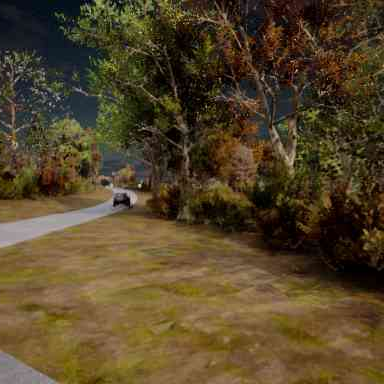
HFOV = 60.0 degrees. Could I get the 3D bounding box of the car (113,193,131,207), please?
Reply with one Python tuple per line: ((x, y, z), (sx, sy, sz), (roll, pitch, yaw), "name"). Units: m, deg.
((-10.808, 1.141, 51.328), (2.150, 2.045, 5.566), (-1, 1, -5), "car")
